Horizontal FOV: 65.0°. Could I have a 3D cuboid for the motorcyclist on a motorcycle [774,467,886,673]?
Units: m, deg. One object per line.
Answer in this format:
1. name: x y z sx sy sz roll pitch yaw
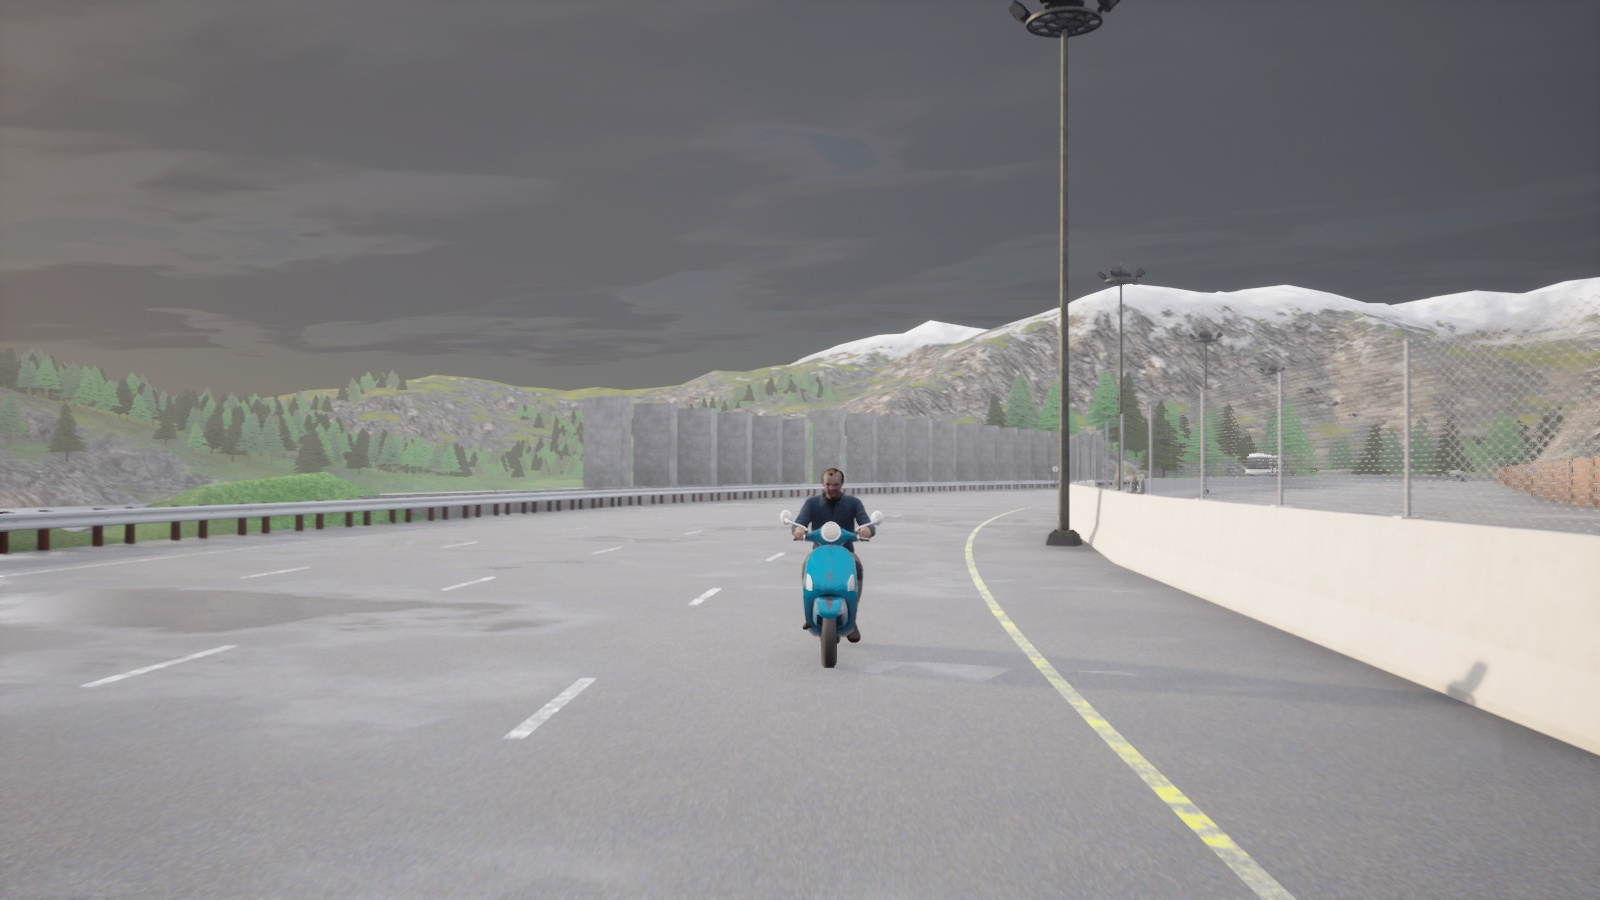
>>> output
1. motorcyclist on a motorcycle: 0.281 0.946 10.676 0.866 1.590 1.817 0 -1 3
